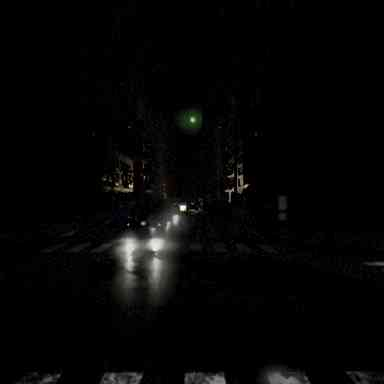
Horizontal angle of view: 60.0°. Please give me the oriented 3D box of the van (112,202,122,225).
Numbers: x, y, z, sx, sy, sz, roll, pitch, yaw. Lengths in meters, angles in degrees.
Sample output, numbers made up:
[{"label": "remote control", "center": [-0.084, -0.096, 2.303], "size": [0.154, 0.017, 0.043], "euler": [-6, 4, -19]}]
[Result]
[{"label": "van", "center": [-5.400, 1.701, 27.427], "size": [1.690, 1.788, 3.998], "euler": [0, -1, 0]}]

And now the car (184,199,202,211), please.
[{"label": "car", "center": [0.069, 2.236, 52.682], "size": [2.033, 1.411, 5.357], "euler": [0, -1, 0]}]

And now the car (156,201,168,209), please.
[{"label": "car", "center": [-5.382, 2.304, 59.690], "size": [1.752, 1.417, 4.829], "euler": [0, -1, 0]}]

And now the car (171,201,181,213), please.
[{"label": "car", "center": [-2.821, 2.187, 44.795], "size": [1.895, 1.301, 4.718], "euler": [0, -1, 0]}]

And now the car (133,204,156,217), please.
[{"label": "car", "center": [-5.394, 2.067, 38.236], "size": [1.947, 1.339, 4.313], "euler": [0, -1, 0]}]

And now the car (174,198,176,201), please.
[{"label": "car", "center": [-5.373, 2.306, 76.080], "size": [2.192, 1.841, 5.009], "euler": [0, -1, 0]}]

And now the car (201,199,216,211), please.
[{"label": "car", "center": [2.700, 2.026, 54.456], "size": [2.192, 1.841, 5.009], "euler": [0, -1, 0]}]

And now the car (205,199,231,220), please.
[{"label": "car", "center": [2.714, 1.745, 32.832], "size": [2.192, 1.841, 5.009], "euler": [0, -1, 0]}]

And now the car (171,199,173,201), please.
[{"label": "car", "center": [-5.379, 2.402, 65.265], "size": [2.008, 1.369, 4.403], "euler": [0, -1, 0]}]

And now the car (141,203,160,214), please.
[{"label": "car", "center": [-5.391, 2.116, 43.642], "size": [1.887, 1.381, 4.507], "euler": [0, -1, 0]}]

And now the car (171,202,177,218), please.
[{"label": "car", "center": [-2.846, 1.974, 32.526], "size": [2.033, 1.411, 5.357], "euler": [0, -1, 0]}]

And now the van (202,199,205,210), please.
[{"label": "van", "center": [2.704, 1.982, 49.049], "size": [1.690, 1.788, 3.998], "euler": [0, -1, 0]}]

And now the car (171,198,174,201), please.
[{"label": "car", "center": [-5.376, 2.487, 70.671], "size": [1.947, 1.339, 4.313], "euler": [0, -1, 0]}]

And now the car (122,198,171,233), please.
[{"label": "car", "center": [-2.842, 1.513, 22.155], "size": [2.150, 2.045, 5.566], "euler": [0, -1, 0]}]

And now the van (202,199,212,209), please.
[{"label": "van", "center": [2.697, 2.122, 59.861], "size": [1.690, 1.788, 3.998], "euler": [0, -1, 0]}]

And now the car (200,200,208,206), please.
[{"label": "car", "center": [2.687, 2.519, 76.246], "size": [1.752, 1.417, 4.829], "euler": [0, -1, 0]}]
